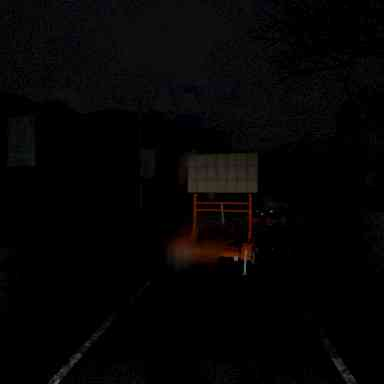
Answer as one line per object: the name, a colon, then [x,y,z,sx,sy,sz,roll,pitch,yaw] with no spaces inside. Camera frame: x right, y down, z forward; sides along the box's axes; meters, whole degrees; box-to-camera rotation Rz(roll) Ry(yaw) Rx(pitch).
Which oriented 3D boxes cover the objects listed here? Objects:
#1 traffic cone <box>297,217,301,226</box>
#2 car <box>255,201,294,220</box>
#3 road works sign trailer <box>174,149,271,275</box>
traffic cone: [7.166,1.984,22.220,0.340,0.580,0.340,1,0,21]
car: [7.140,1.524,28.480,1.812,1.442,4.674,1,0,40]
road works sign trailer: [1.007,0.461,10.678,2.380,3.560,2.880,0,0,21]
